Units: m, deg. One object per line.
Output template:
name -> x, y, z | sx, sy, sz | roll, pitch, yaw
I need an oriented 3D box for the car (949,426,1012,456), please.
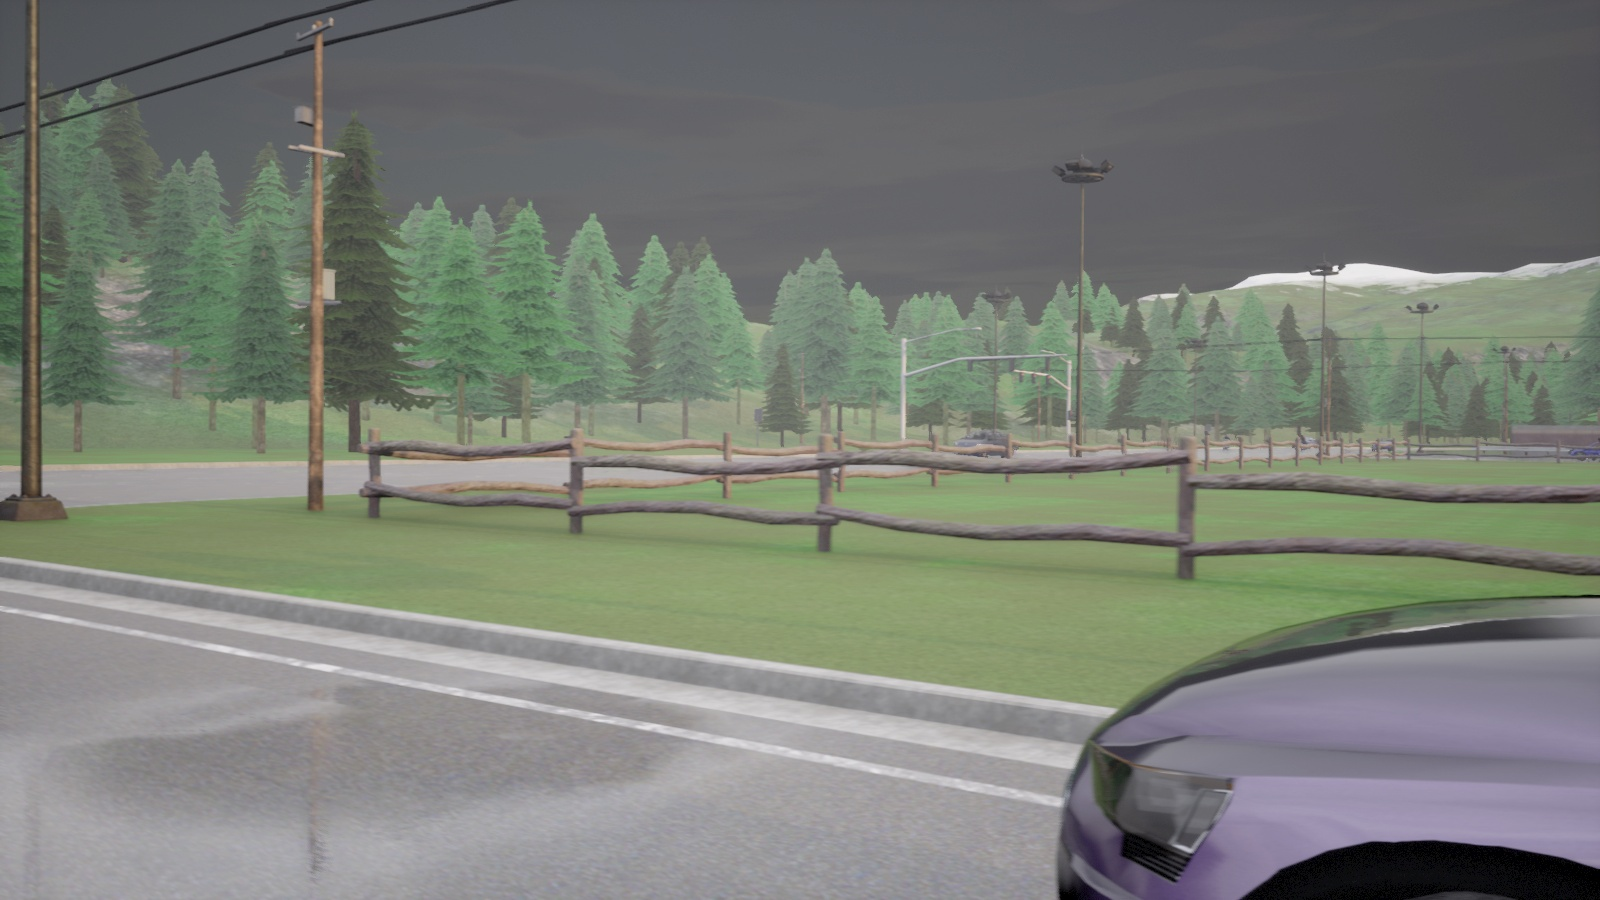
car -> 9.967, -0.503, 68.957 | 1.851, 1.617, 3.988 | 0, 1, 34

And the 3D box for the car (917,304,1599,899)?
car -> 2.799, 0.617, 1.763 | 4.856, 1.649, 2.033 | 0, 1, 34
